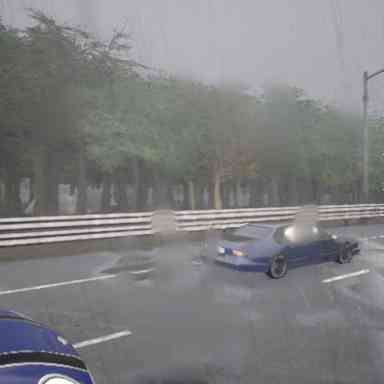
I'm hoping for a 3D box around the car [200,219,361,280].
[{"bbox_3d":[2.807,1.529,9.928,5.357,1.411,2.033,0,0,-34],"label":"car"}]

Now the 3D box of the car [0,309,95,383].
[{"bbox_3d":[-2.791,1.345,1.717,4.553,1.767,2.097,0,0,-36],"label":"car"}]
